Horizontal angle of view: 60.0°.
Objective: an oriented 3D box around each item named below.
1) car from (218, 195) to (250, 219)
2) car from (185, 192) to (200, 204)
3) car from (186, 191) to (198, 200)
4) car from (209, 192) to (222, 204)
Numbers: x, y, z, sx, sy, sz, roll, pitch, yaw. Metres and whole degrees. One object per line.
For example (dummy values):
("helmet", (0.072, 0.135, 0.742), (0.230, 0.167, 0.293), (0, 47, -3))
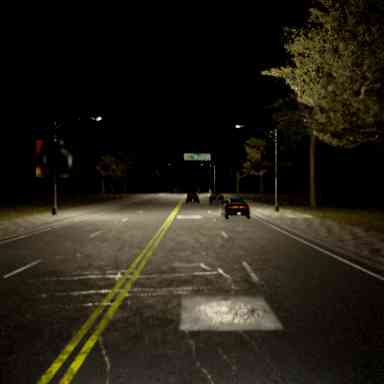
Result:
("car", (3.343, 1.237, 26.044), (1.837, 1.490, 4.892), (0, 1, 0))
("car", (0.096, 0.882, 46.008), (1.812, 1.442, 4.674), (0, 1, 0))
("car", (-0.005, 0.625, 60.051), (2.033, 1.411, 5.357), (0, 1, 0))
("car", (3.322, 0.802, 45.260), (2.033, 1.649, 4.856), (0, 1, 0))
